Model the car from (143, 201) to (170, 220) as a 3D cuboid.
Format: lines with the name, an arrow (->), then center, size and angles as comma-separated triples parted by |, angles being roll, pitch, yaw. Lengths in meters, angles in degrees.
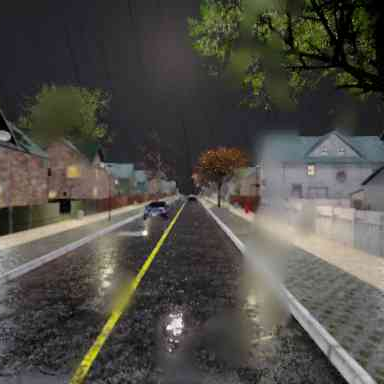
car -> -2.771, 1.442, 27.030 | 1.812, 1.442, 4.674 | 0, 0, 1

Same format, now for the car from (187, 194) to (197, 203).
car -> 0.008, 1.323, 65.466 | 1.882, 1.535, 5.008 | 0, 0, 0

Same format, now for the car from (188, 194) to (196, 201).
car -> 0.009, 1.276, 75.856 | 1.812, 1.442, 4.674 | 0, 0, 0
